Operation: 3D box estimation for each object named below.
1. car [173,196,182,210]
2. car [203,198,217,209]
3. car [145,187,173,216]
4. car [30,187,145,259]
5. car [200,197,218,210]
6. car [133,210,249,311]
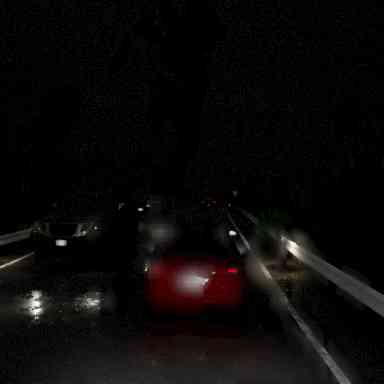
[{"bbox_3d":[-2.054,1.113,32.641,2.033,1.411,5.357,0,-2,5],"label":"car"},{"bbox_3d":[2.640,1.632,48.802,1.882,1.535,5.008,0,-2,2],"label":"car"},{"bbox_3d":[-2.813,0.648,22.046,2.150,2.045,5.566,0,0,4],"label":"car"},{"bbox_3d":[-3.336,0.883,11.573,2.150,2.045,5.566,0,2,3],"label":"car"},{"bbox_3d":[1.986,1.326,38.657,1.812,1.442,4.674,0,-2,4],"label":"car"},{"bbox_3d":[0.101,1.393,7.633,1.994,1.385,4.181,0,3,1],"label":"car"}]
